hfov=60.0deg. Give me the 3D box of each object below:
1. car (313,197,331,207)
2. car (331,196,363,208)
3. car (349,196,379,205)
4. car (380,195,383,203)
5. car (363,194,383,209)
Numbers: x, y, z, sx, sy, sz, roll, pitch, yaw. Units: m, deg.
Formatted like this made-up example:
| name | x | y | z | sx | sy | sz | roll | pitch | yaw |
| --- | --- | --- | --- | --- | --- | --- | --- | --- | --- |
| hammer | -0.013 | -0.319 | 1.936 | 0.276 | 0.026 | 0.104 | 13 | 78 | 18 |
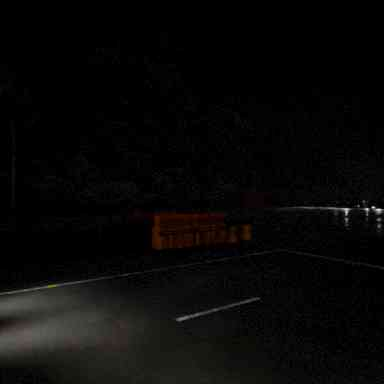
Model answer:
| name | x | y | z | sx | sy | sz | roll | pitch | yaw |
| --- | --- | --- | --- | --- | --- | --- | --- | --- | --- |
| car | 19.572 | 1.432 | 48.069 | 4.718 | 1.301 | 1.895 | 0 | 0 | -35 |
| car | 21.518 | 1.336 | 45.158 | 4.892 | 1.490 | 1.837 | 0 | 0 | -35 |
| car | 28.006 | 1.333 | 54.056 | 5.357 | 1.411 | 2.033 | 0 | 0 | -35 |
| car | 35.977 | 1.234 | 59.665 | 4.902 | 1.511 | 2.128 | 0 | 0 | -36 |
| car | 24.586 | 1.330 | 43.048 | 4.892 | 1.490 | 1.837 | 0 | 0 | -35 |
